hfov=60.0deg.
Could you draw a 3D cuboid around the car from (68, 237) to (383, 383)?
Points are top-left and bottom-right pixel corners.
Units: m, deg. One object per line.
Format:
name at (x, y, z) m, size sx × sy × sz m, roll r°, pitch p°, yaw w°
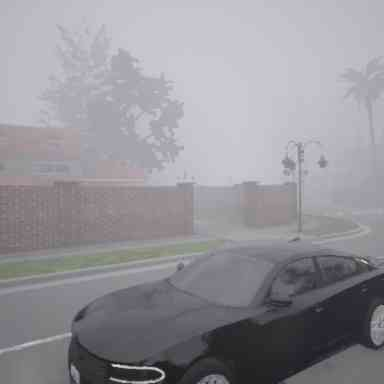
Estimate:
car at (0.932, 1.459, 4.607) m, size 5.008 × 1.535 × 1.882 m, roll 0°, pitch 0°, yaw -35°
